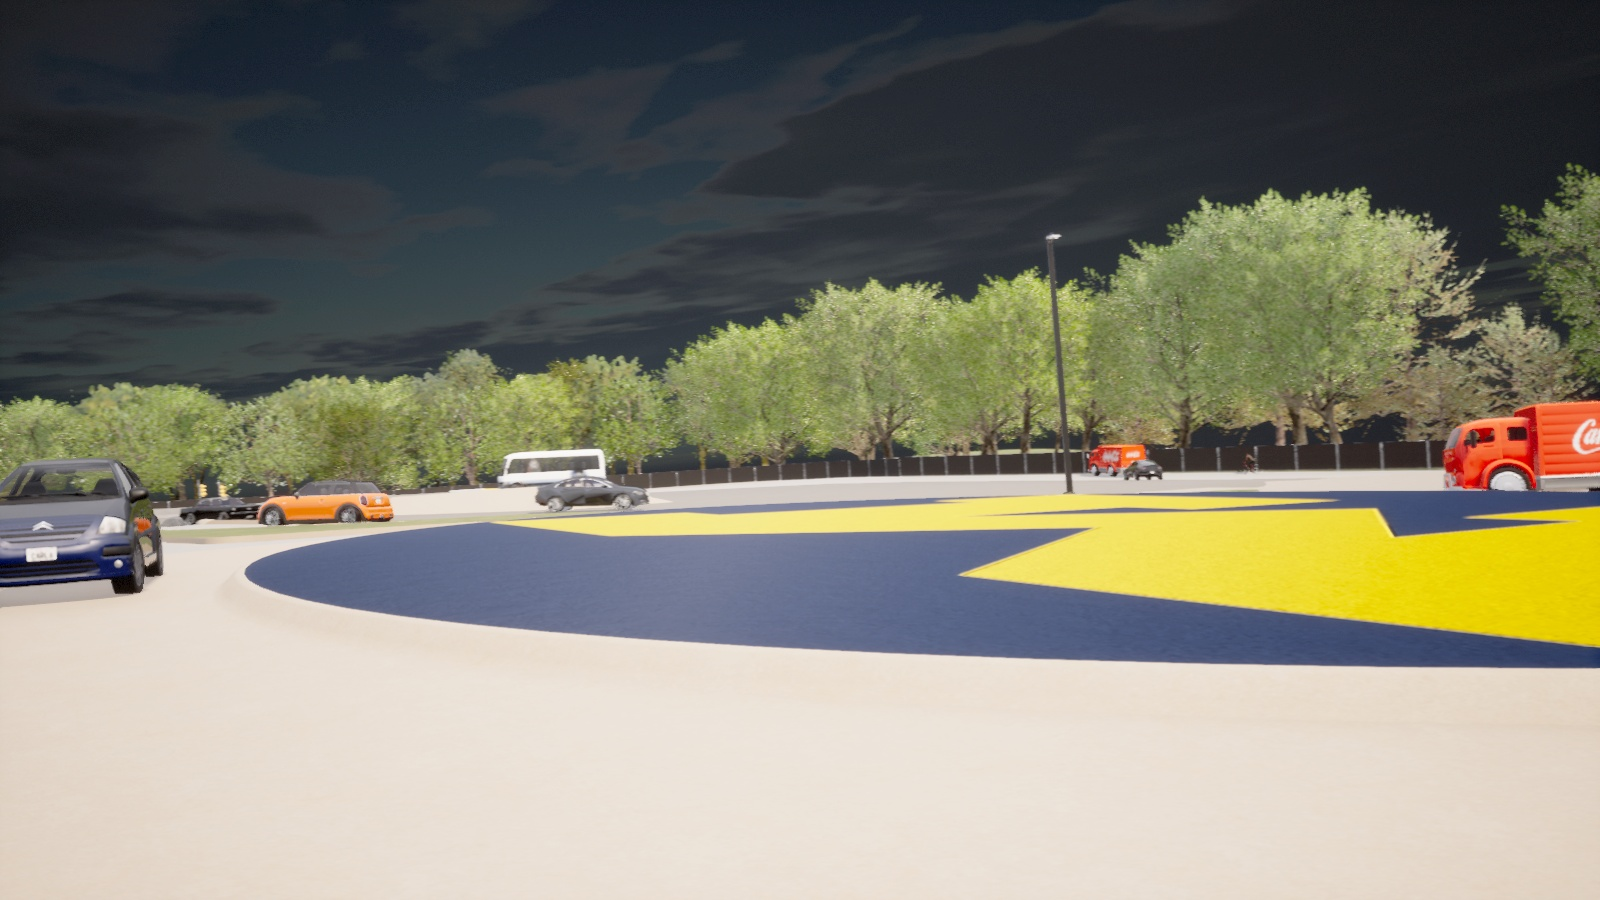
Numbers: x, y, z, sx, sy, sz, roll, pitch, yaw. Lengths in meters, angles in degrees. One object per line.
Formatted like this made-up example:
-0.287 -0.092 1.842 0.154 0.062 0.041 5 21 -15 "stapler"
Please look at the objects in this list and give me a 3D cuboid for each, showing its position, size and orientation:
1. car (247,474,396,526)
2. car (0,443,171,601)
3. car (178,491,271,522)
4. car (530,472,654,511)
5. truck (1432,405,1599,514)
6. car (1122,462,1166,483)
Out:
-16.960 1.764 44.613 4.553 1.767 2.097 -1 -1 14 "car"
-8.887 0.799 15.253 1.851 1.617 3.988 -3 0 -22 "car"
-27.381 2.706 59.732 4.718 1.301 1.895 -3 -1 36 "car"
-8.908 1.789 54.086 4.902 1.511 2.128 -2 -1 3 "car"
18.509 0.257 30.496 5.204 2.467 2.627 -2 -3 17 "truck"
24.292 1.600 88.816 1.812 1.442 4.674 0 -1 0 "car"
